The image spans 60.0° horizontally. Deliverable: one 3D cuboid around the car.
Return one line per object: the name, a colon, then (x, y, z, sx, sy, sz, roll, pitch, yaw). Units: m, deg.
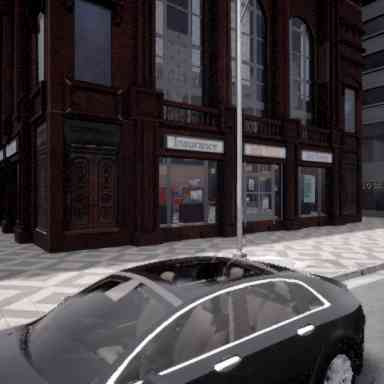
car: (-0.194, 1.504, 3.245, 4.892, 1.490, 1.837, 0, 0, -36)
